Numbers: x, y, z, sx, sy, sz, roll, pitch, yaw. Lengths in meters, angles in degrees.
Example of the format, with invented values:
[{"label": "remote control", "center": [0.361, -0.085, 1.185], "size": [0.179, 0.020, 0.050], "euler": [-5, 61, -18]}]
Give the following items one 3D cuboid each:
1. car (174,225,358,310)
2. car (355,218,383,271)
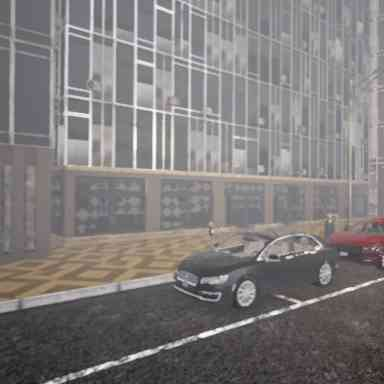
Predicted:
[{"label": "car", "center": [1.650, 1.562, 7.735], "size": [4.403, 1.369, 2.008], "euler": [0, 0, -36]}, {"label": "car", "center": [6.279, 1.564, 11.043], "size": [4.507, 1.381, 1.887], "euler": [0, 0, -36]}]
